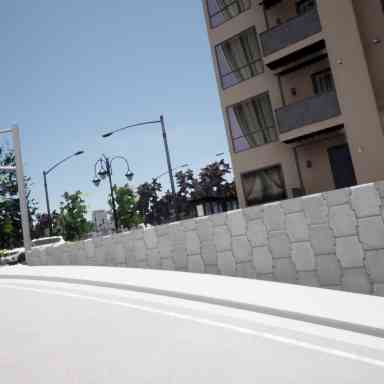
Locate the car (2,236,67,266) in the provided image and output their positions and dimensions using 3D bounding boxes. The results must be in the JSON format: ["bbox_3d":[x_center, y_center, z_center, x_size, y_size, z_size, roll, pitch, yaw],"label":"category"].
[{"bbox_3d":[-14.128,5.315,30.276,2.150,2.045,5.566,-14,-8,35],"label":"car"}]

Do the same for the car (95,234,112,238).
[{"bbox_3d":[-8.174,4.848,32.176,1.812,1.442,4.674,-14,-8,35],"label":"car"}]
